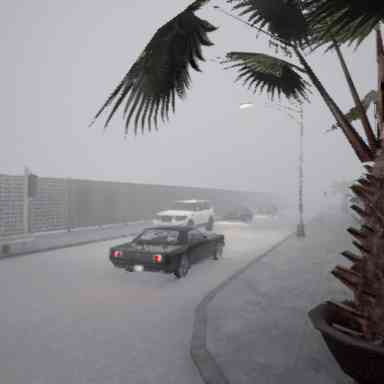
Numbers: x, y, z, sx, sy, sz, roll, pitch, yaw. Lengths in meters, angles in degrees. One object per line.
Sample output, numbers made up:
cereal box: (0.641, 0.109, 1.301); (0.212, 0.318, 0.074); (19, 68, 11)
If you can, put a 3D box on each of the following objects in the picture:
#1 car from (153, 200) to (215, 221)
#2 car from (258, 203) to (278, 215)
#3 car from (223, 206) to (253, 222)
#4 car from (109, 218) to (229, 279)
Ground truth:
car: (-0.332, 1.508, 21.029); (2.150, 2.045, 5.566); (0, -1, 24)
car: (10.093, 2.207, 43.966); (2.128, 1.511, 4.902); (0, -1, 25)
car: (4.405, 2.045, 31.496); (1.994, 1.385, 4.181); (0, -1, 24)
car: (-0.486, 1.747, 10.744); (1.895, 1.301, 4.718); (0, -1, 24)
